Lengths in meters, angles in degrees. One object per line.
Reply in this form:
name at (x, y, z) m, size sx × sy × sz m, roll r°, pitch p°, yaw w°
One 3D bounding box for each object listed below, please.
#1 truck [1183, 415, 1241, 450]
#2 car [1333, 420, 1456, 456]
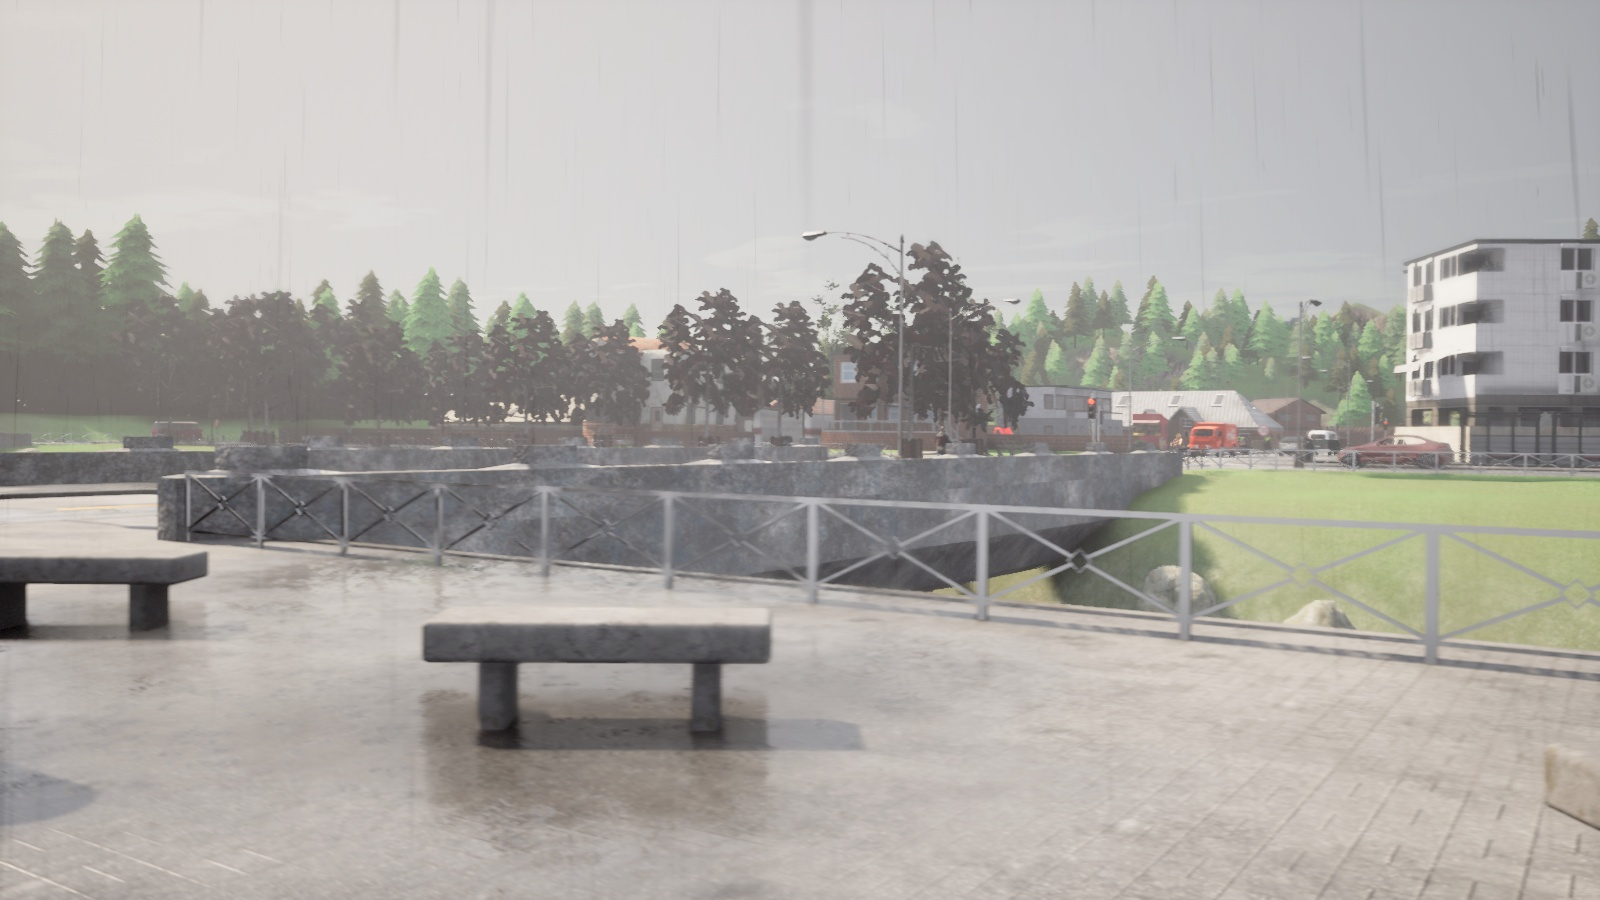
truck at (29.479, -1.247, 89.758) m, size 2.627 × 2.467 × 5.204 m, roll 0°, pitch 1°, yaw 34°
car at (28.192, -0.559, 59.584) m, size 5.027 × 1.651 × 2.152 m, roll 0°, pitch 1°, yaw 34°
